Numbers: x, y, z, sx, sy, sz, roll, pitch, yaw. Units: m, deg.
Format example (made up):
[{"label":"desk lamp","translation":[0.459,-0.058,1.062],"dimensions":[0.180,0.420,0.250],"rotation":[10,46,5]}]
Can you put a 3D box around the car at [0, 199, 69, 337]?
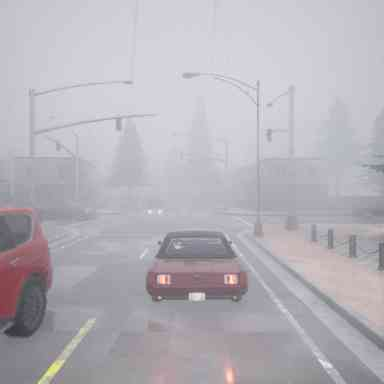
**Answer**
[{"label":"car","translation":[-3.564,1.221,3.730],"dimensions":[2.150,2.045,5.566],"rotation":[0,0,1]}]

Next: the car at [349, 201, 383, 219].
[{"label":"car","translation":[15.771,1.476,27.886],"dimensions":[4.902,1.511,2.128],"rotation":[0,0,2]}]

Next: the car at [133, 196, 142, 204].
[{"label":"car","translation":[-9.576,1.443,61.929],"dimensions":[1.882,1.535,5.008],"rotation":[0,0,-23]}]

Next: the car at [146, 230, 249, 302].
[{"label":"car","translation":[0.074,1.601,8.227],"dimensions":[1.895,1.301,4.718],"rotation":[0,0,-1]}]

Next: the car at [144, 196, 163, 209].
[{"label":"car","translation":[-4.823,1.530,43.443],"dimensions":[1.994,1.385,4.181],"rotation":[0,0,-6]}]

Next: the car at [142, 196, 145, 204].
[{"label":"car","translation":[-6.325,1.470,52.192],"dimensions":[1.837,1.490,4.892],"rotation":[0,0,-15]}]

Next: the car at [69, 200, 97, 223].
[{"label":"car","translation":[-9.494,1.336,24.947],"dimensions":[4.553,1.767,2.097],"rotation":[0,0,2]}]
